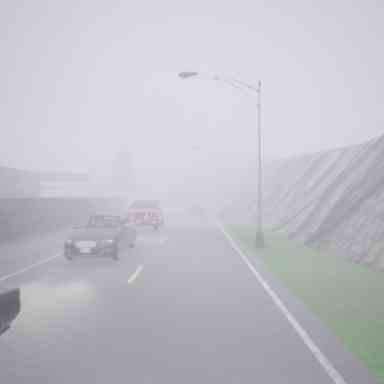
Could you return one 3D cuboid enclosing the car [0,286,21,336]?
[{"bbox_3d":[-3.575,1.633,2.875,1.895,1.301,4.718,0,-1,1],"label":"car"}]

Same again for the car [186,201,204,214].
[{"bbox_3d":[0.602,2.114,43.946,2.033,1.411,5.357,0,-1,-1],"label":"car"}]

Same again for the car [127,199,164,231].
[{"bbox_3d":[-3.261,1.519,23.571,2.150,2.045,5.566,0,-1,1],"label":"car"}]

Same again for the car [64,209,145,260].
[{"bbox_3d":[-3.424,1.656,13.212,2.128,1.511,4.902,0,-1,1],"label":"car"}]

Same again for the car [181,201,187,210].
[{"bbox_3d":[-0.541,2.177,54.497,1.882,1.535,5.008,0,-1,-10],"label":"car"}]
